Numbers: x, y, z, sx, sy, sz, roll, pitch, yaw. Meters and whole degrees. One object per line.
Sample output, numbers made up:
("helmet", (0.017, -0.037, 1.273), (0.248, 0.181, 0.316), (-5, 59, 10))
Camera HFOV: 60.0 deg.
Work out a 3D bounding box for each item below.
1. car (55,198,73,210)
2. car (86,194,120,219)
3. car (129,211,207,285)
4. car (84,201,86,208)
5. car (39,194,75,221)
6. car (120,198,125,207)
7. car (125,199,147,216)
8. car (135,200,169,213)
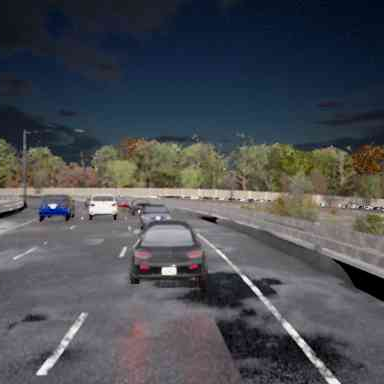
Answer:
("car", (-16.543, 1.499, 42.831), (1.895, 1.301, 4.718), (0, 0, -23))
("car", (-7.524, 1.154, 28.168), (2.150, 2.045, 5.566), (0, 0, -15))
("car", (-0.676, 1.501, 9.343), (1.812, 1.442, 4.674), (0, 0, -5))
("car", (-13.018, 1.441, 43.519), (2.033, 1.411, 5.357), (0, 0, -23))
("car", (-10.723, 1.162, 26.640), (2.150, 2.045, 5.566), (0, 1, -15))
("car", (-9.708, 1.450, 44.619), (1.994, 1.385, 4.181), (0, 0, -23))
("car", (-5.004, 1.422, 31.930), (1.837, 1.490, 4.892), (0, 0, -16))
("car", (-2.357, 1.492, 20.995), (2.033, 1.411, 5.357), (0, 0, -11))
